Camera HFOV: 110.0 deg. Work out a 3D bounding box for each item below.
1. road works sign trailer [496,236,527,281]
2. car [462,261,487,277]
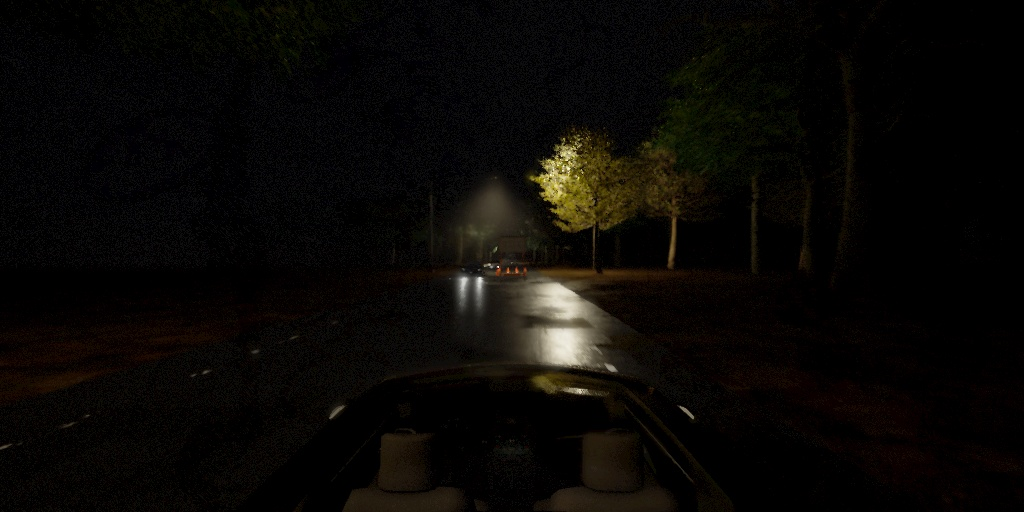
[{"bbox_3d":[0.024,0.137,29.090,2.380,3.560,2.880,0,0,0],"label":"road works sign trailer"},{"bbox_3d":[-3.562,1.190,33.873,1.812,1.442,4.674,0,0,0],"label":"car"}]
